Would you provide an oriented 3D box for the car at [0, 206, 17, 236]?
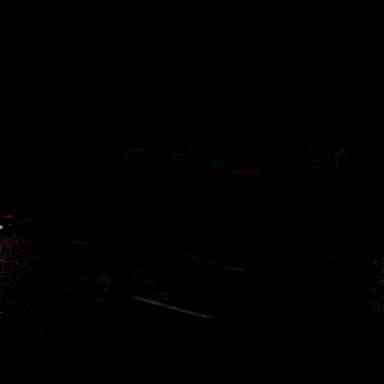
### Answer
[{"bbox_3d":[-10.045,1.248,15.446,4.902,1.511,2.128,1,1,35],"label":"car"}]
